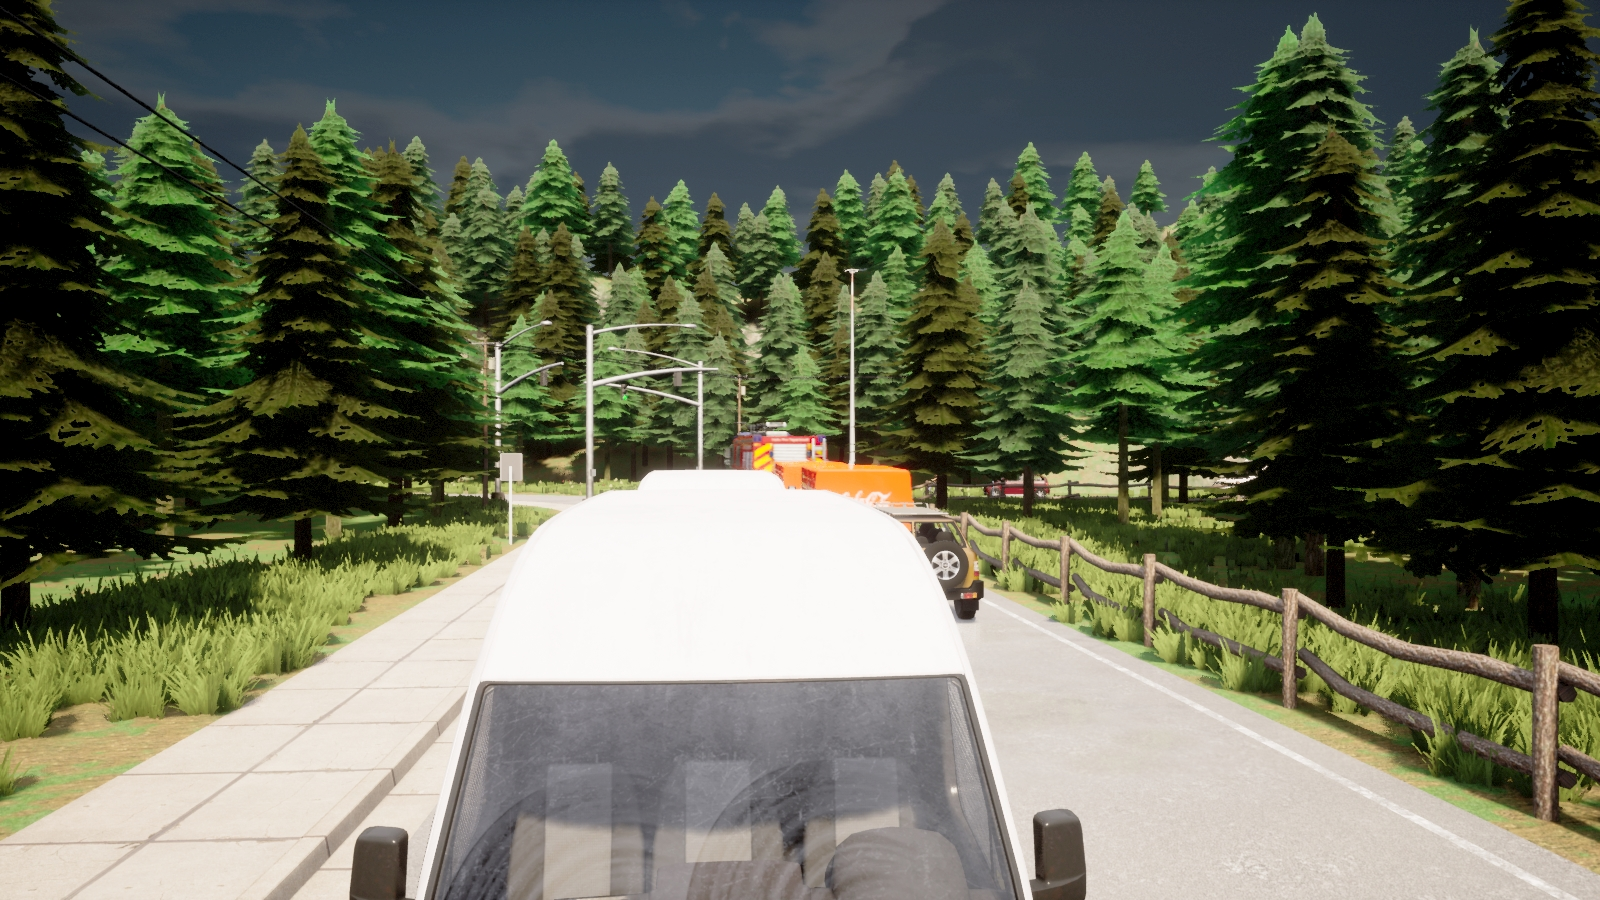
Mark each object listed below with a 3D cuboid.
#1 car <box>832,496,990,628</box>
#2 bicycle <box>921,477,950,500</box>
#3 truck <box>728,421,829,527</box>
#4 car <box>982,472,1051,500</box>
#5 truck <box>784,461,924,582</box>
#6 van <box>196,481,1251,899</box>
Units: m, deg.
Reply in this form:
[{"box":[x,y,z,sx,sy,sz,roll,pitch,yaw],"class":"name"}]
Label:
[{"box":[1.801,1.837,20.146,1.932,1.855,4.605,0,0,-5],"class":"car"},{"box":[7.684,2.158,64.883,1.487,1.276,0.859,0,0,-7],"class":"bicycle"},{"box":[-1.023,0.864,45.780,2.891,3.827,8.468,0,0,-9],"class":"truck"},{"box":[12.308,2.026,65.109,3.705,1.549,1.789,0,0,4],"class":"car"},{"box":[1.126,1.550,27.104,2.627,2.467,5.204,0,1,-5],"class":"truck"},{"box":[-0.341,1.499,5.107,1.988,2.561,5.915,0,0,-5],"class":"van"}]
